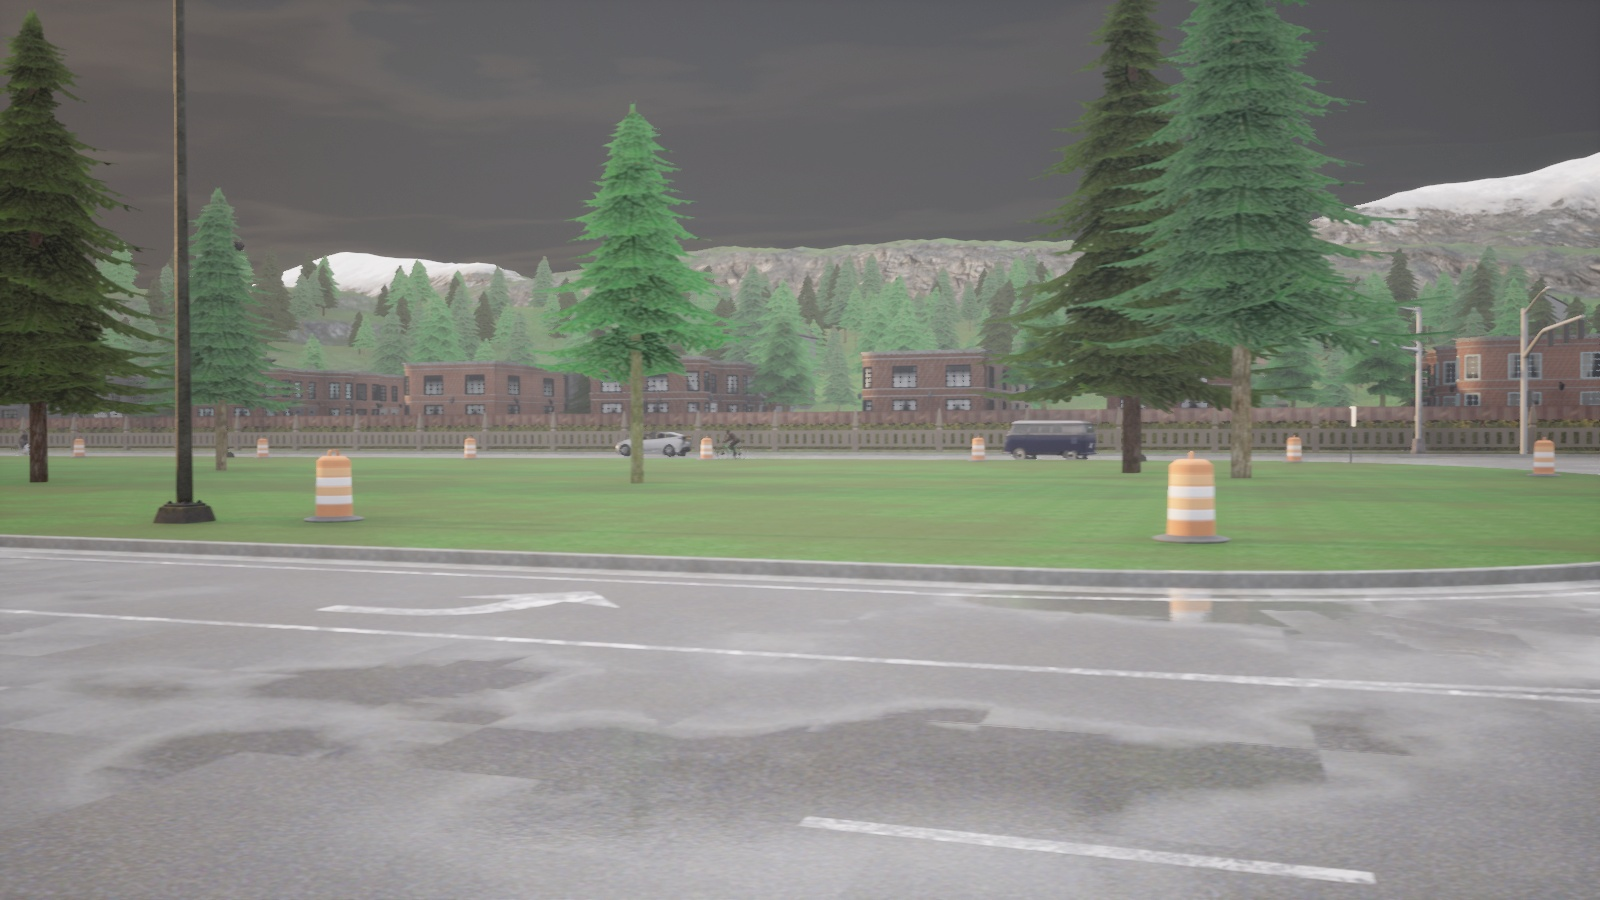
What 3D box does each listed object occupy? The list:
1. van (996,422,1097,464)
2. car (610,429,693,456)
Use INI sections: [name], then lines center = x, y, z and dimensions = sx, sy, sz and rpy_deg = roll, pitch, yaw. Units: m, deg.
[van]
center = 11.977, -0.353, 61.096
dimensions = 4.442, 1.987, 1.775
rpy_deg = 1, 1, 31
[car]
center = -8.853, -0.456, 74.808
dimensions = 4.514, 1.525, 2.007
rpy_deg = 1, 1, 18
